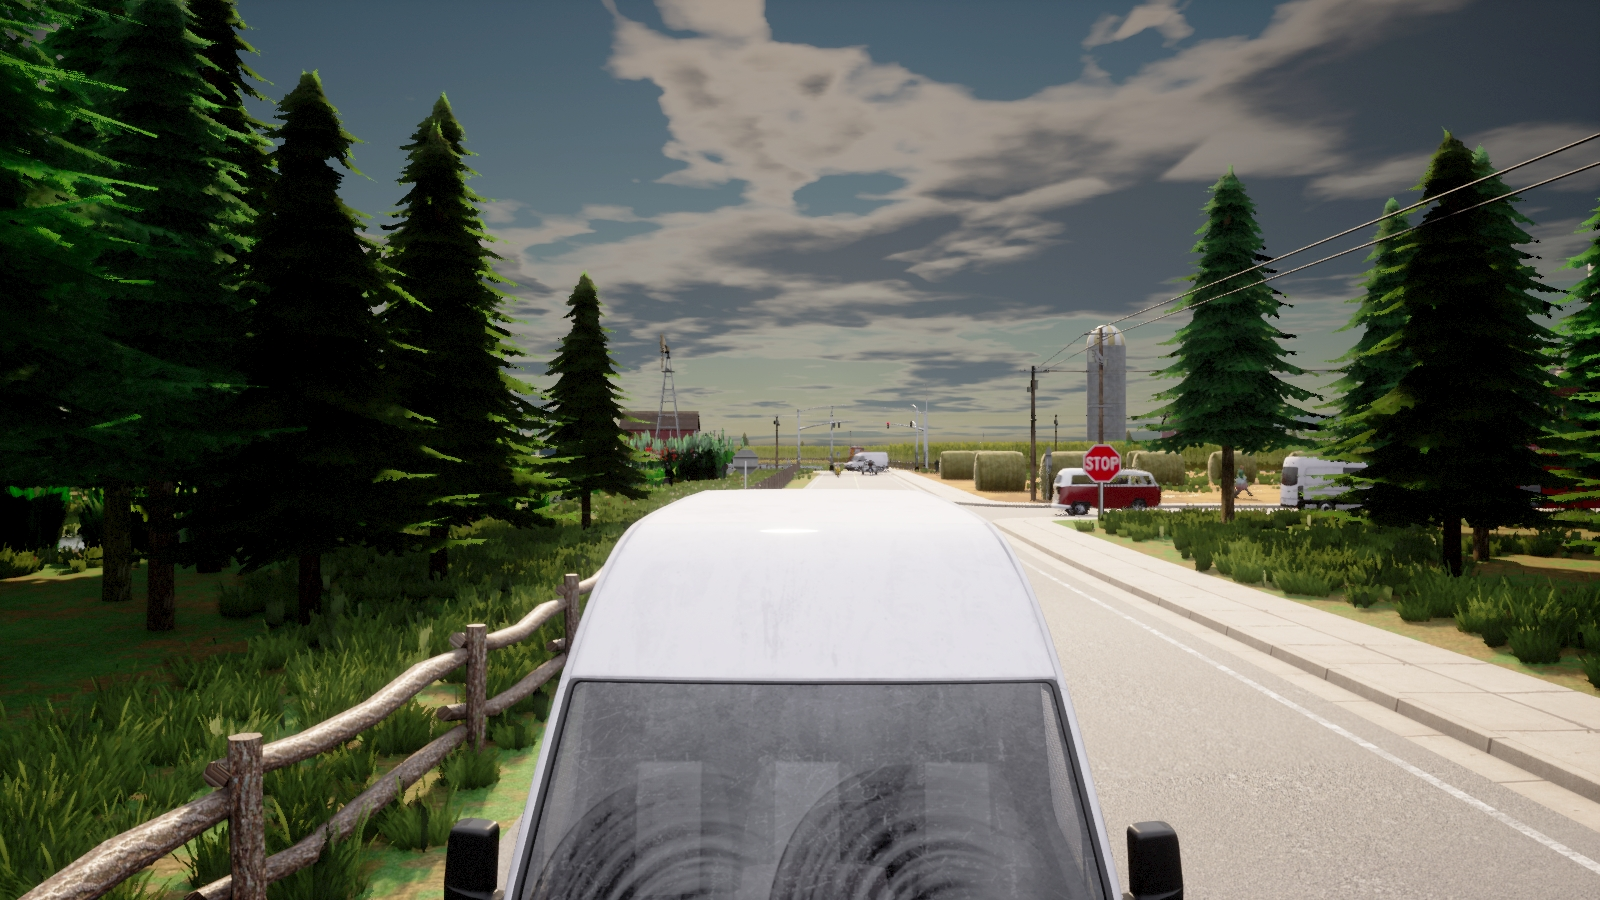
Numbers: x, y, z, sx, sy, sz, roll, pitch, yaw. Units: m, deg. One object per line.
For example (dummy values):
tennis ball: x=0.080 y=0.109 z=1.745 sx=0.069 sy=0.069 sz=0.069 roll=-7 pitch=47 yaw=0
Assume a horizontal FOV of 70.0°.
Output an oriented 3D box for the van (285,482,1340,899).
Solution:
van: x=0.056 y=1.508 z=5.110 sx=1.988 sy=2.561 sz=5.915 roll=0 pitch=0 yaw=1

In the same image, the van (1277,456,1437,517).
van: x=23.869 y=1.534 z=49.092 sx=5.915 sy=2.561 sz=1.988 roll=0 pitch=0 yaw=-1

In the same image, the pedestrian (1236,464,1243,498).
pedestrian: x=23.827 y=1.682 z=61.911 sx=0.375 sy=1.860 sz=0.375 roll=0 pitch=0 yaw=21

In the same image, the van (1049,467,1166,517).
van: x=13.146 y=1.782 z=49.027 sx=4.480 sy=2.038 sz=2.069 roll=0 pitch=0 yaw=1
